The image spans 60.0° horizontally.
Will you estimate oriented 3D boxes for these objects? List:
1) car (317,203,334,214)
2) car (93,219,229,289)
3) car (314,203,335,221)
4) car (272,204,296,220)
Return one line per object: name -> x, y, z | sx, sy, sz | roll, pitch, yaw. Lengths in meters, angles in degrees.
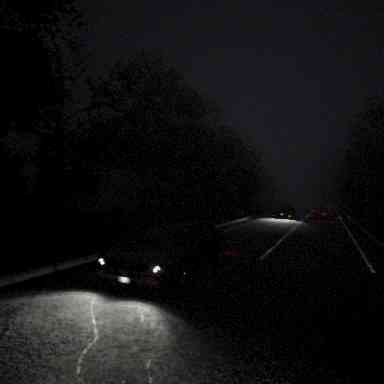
car -> 19.337, 2.356, 48.246 | 2.033, 1.411, 5.357 | 3, 0, 22
car -> -0.429, 1.522, 9.525 | 2.033, 1.411, 5.357 | 3, 0, 22
car -> 13.815, 2.057, 34.698 | 1.882, 1.535, 5.008 | 3, -1, 22
car -> 9.236, 1.945, 33.173 | 1.994, 1.385, 4.181 | 3, 0, 23
